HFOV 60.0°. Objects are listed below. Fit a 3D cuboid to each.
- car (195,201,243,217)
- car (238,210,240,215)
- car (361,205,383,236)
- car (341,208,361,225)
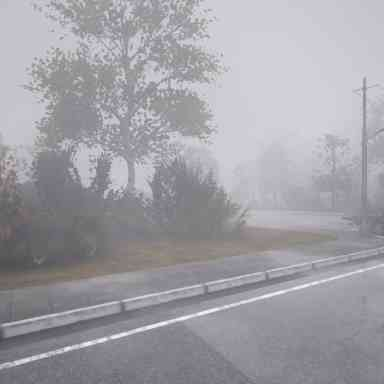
[{"bbox_3d":[2.738,1.716,34.642,1.882,1.535,5.008,0,-1,-42],"label":"car"},{"bbox_3d":[1.709,1.417,30.570,2.150,2.045,5.566,0,-1,-41],"label":"car"},{"bbox_3d":[10.889,1.517,16.129,1.837,1.490,4.892,1,-1,-13],"label":"car"},{"bbox_3d":[13.035,1.584,22.539,2.033,1.411,5.357,0,0,-41],"label":"car"}]
